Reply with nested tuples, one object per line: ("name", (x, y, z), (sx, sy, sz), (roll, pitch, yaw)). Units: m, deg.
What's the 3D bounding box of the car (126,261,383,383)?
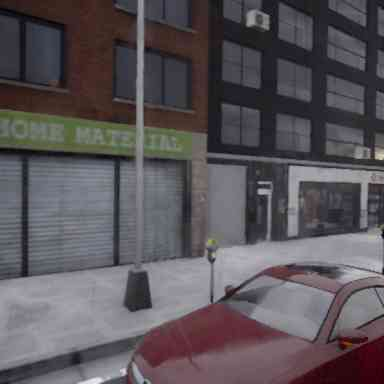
("car", (1.346, 1.551, 3.852), (4.206, 1.307, 1.802), (1, 0, -34))
